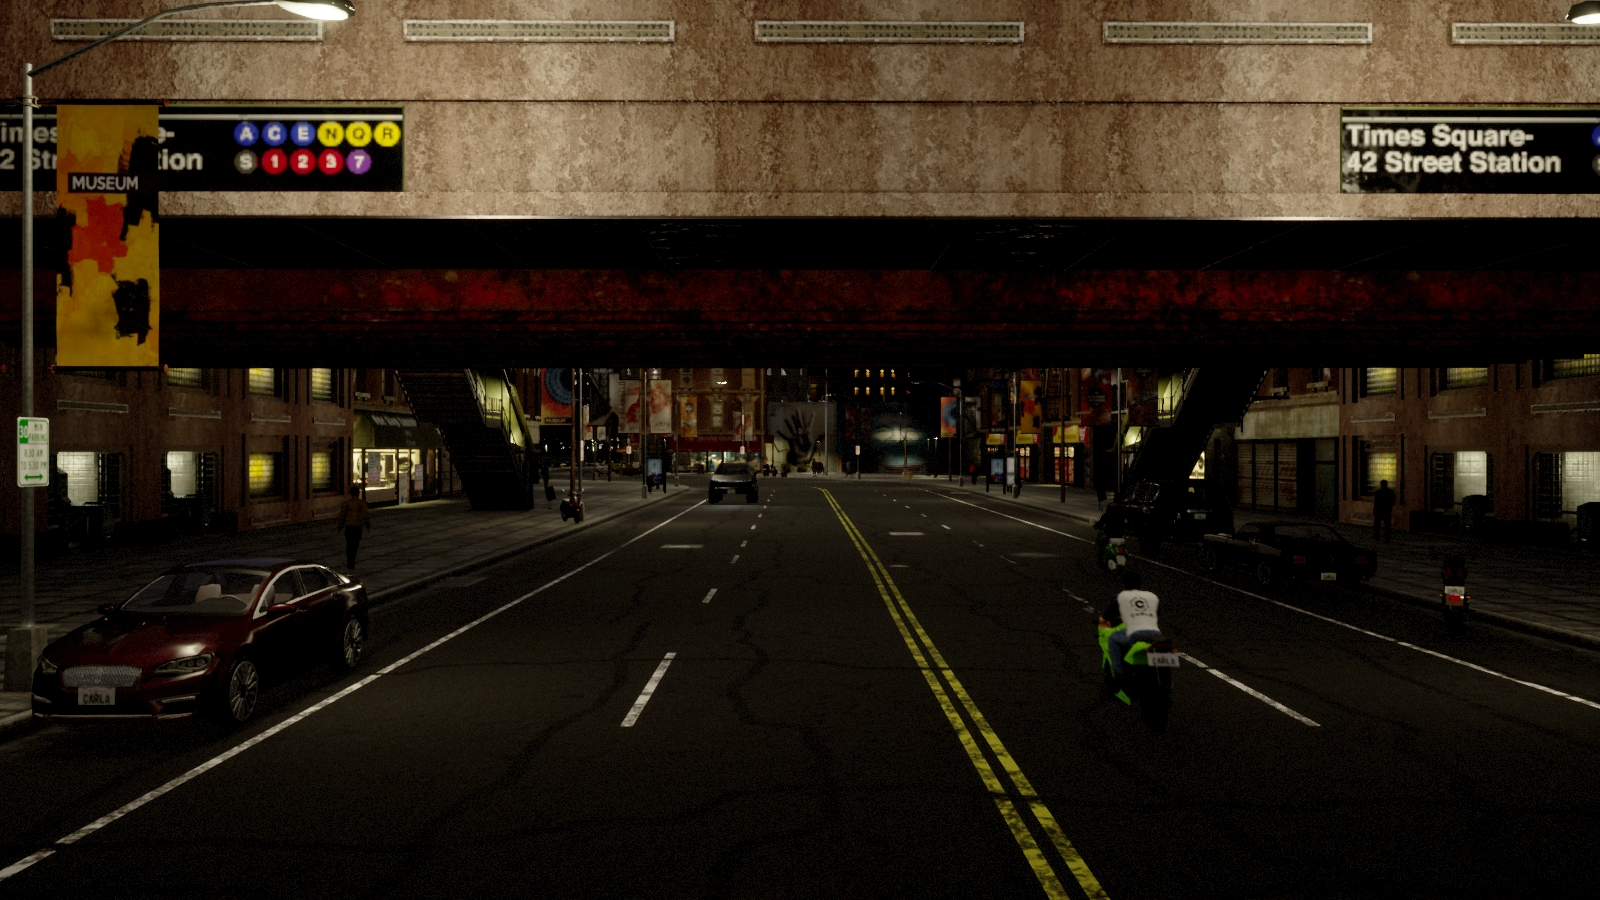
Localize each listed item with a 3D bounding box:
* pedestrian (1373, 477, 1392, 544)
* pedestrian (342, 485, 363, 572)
[{"bbox_3d":[16.424,1.699,32.201,0.375,1.860,0.375,0,0,6],"label":"pedestrian"},{"bbox_3d":[-9.757,1.696,24.901,0.375,1.860,0.375,0,0,-13],"label":"pedestrian"}]
